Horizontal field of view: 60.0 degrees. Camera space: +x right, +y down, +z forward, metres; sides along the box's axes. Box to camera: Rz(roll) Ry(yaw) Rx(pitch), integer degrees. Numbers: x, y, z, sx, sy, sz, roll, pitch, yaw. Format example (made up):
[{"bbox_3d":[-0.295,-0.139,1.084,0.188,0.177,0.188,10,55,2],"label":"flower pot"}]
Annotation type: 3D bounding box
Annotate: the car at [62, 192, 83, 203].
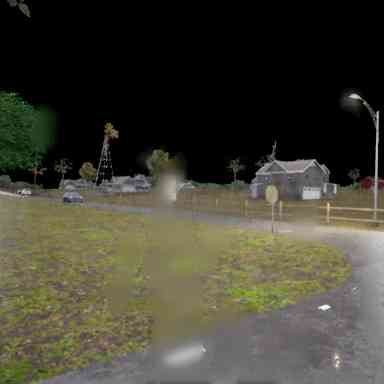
[{"bbox_3d":[-18.432,0.772,51.337,2.097,1.767,4.553,2,-1,-36],"label":"car"}]
